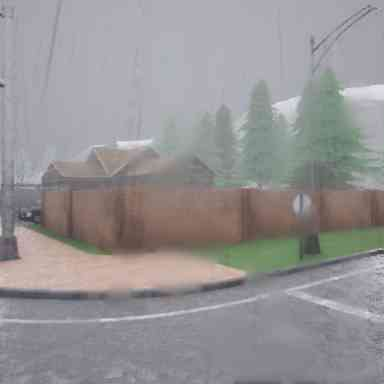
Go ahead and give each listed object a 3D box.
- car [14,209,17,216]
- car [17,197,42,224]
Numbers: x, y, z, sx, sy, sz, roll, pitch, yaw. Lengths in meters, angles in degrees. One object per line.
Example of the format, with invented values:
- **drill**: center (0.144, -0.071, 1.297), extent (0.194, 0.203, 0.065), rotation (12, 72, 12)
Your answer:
- **car**: center (-11.304, 1.231, 25.318), extent (3.866, 1.878, 1.905), rotation (0, 0, -37)
- **car**: center (-9.487, 1.222, 23.537), extent (4.605, 1.855, 1.932), rotation (0, 0, -37)
